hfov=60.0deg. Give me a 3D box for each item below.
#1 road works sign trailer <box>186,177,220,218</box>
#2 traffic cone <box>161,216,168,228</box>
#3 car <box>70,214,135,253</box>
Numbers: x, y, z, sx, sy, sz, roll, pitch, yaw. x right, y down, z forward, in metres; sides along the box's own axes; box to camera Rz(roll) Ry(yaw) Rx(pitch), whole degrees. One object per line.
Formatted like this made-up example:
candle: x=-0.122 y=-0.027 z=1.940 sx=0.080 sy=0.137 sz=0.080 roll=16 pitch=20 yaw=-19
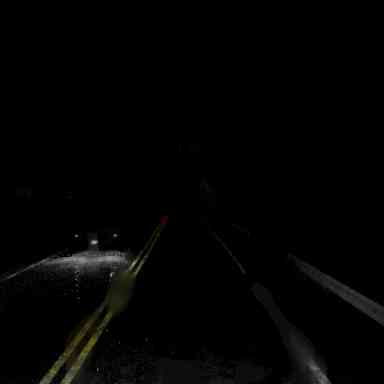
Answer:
road works sign trailer: x=0.952 y=0.467 z=28.039 sx=2.880 sy=2.380 sz=3.560 roll=-35 pitch=8 yaw=32
traffic cone: x=-1.859 y=2.031 z=21.885 sx=0.340 sy=0.580 sz=0.340 roll=0 pitch=0 yaw=-2
car: x=-3.568 y=1.618 z=13.950 sx=1.994 sy=1.385 sz=4.181 roll=0 pitch=0 yaw=-2
